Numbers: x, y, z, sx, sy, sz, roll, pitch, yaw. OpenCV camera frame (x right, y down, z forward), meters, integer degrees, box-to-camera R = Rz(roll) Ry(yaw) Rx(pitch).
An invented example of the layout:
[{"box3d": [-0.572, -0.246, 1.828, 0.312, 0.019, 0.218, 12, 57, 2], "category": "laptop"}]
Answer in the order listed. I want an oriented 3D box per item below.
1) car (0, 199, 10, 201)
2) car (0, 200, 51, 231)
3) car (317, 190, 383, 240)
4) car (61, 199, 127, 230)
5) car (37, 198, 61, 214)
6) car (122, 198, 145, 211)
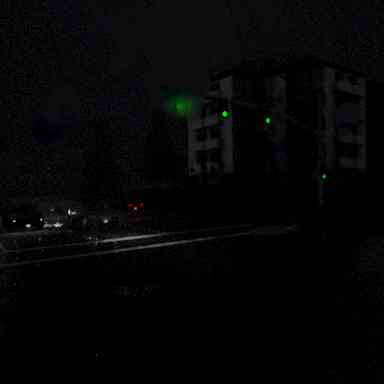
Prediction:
[{"box3d": [-17.521, 1.407, 30.780, 1.837, 1.490, 4.892, -2, 3, -34], "category": "car"}, {"box3d": [-10.519, 1.466, 20.512, 2.033, 1.411, 5.357, -2, 1, -34], "category": "car"}, {"box3d": [7.646, 0.913, 12.726, 2.150, 2.045, 5.566, -2, 1, -34], "category": "car"}, {"box3d": [-6.095, 1.332, 20.244, 2.128, 1.511, 4.902, -2, 1, -34], "category": "car"}, {"box3d": [-13.666, 1.321, 31.341, 2.128, 1.511, 4.902, -2, 1, -34], "category": "car"}, {"box3d": [-6.639, 1.271, 33.604, 1.895, 1.301, 4.718, -2, 1, -34], "category": "car"}]
